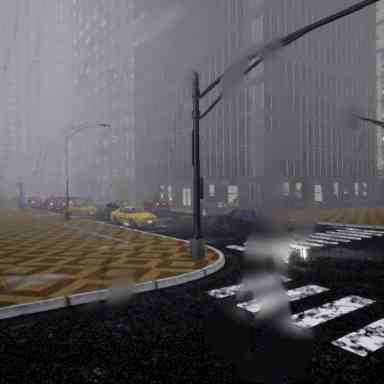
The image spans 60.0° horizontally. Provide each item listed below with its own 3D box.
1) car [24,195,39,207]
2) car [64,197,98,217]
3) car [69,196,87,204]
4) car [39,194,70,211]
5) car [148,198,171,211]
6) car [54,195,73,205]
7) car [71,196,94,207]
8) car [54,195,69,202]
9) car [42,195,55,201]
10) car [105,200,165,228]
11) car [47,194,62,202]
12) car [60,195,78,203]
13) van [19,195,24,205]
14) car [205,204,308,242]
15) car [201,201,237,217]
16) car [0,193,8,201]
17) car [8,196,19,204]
[{"bbox_3d":[-23.514,1.410,50.098,1.967,1.590,4.097,-1,1,-36],"label":"car"},{"bbox_3d":[-10.479,1.533,31.885,1.752,1.417,4.829,-1,1,-36],"label":"car"},{"bbox_3d":[-20.363,1.388,59.211,1.887,1.381,4.507,-1,1,-36],"label":"car"},{"bbox_3d":[-17.022,1.429,41.076,1.967,1.590,4.097,-1,1,-36],"label":"car"},{"bbox_3d":[-4.088,1.328,36.693,1.967,1.590,4.097,-1,1,-36],"label":"car"},{"bbox_3d":[-22.409,1.357,57.846,1.882,1.535,5.008,-1,1,-35],"label":"car"},{"bbox_3d":[-16.361,1.401,49.428,1.837,1.490,4.892,-1,0,-36],"label":"car"},{"bbox_3d":[-26.854,1.406,68.233,1.802,1.307,4.206,-1,1,-36],"label":"car"},{"bbox_3d":[-33.445,1.330,77.391,1.752,1.417,4.829,-1,1,-36],"label":"car"},{"bbox_3d":[-4.044,1.551,22.821,1.752,1.417,4.829,-1,1,-36],"label":"car"},{"bbox_3d":[-30.101,1.255,72.742,1.967,1.590,4.097,-1,1,-36],"label":"car"},{"bbox_3d":[-23.608,1.385,63.722,2.008,1.369,4.403,-1,1,-36],"label":"car"},{"bbox_3d":[-26.761,1.302,54.607,1.690,1.788,3.998,-1,1,-36],"label":"van"},{"bbox_3d":[3.174,1.553,16.829,2.033,1.411,5.357,-1,1,-32],"label":"car"},{"bbox_3d":[2.463,1.455,27.713,2.008,1.369,4.403,-1,1,-36],"label":"car"},{"bbox_3d":[-46.233,1.448,81.672,1.887,1.381,4.507,-1,1,-36],"label":"car"},{"bbox_3d":[-33.250,1.493,63.630,2.008,1.369,4.403,-1,1,-36],"label":"car"}]
